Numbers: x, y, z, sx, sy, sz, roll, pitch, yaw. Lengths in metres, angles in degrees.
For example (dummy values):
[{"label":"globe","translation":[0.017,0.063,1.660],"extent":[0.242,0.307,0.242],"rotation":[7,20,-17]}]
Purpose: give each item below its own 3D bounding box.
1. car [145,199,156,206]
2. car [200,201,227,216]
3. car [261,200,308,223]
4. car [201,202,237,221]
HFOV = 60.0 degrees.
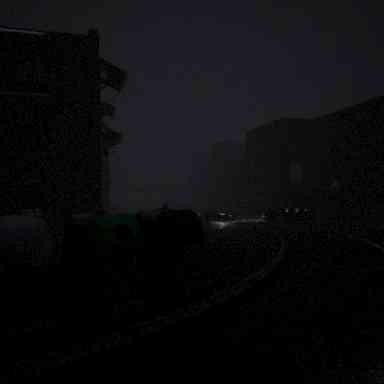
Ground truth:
[{"label":"car","translation":[-8.961,2.247,71.475],"extent":[1.812,1.442,4.674],"rotation":[-1,2,-17]},{"label":"car","translation":[2.732,2.158,43.445],"extent":[2.097,1.767,4.553],"rotation":[-1,-2,-16]},{"label":"car","translation":[7.430,1.517,27.207],"extent":[2.097,1.767,4.553],"rotation":[-2,-2,-14]},{"label":"car","translation":[2.750,1.991,32.381],"extent":[1.837,1.490,4.892],"rotation":[-1,-2,-17]}]
